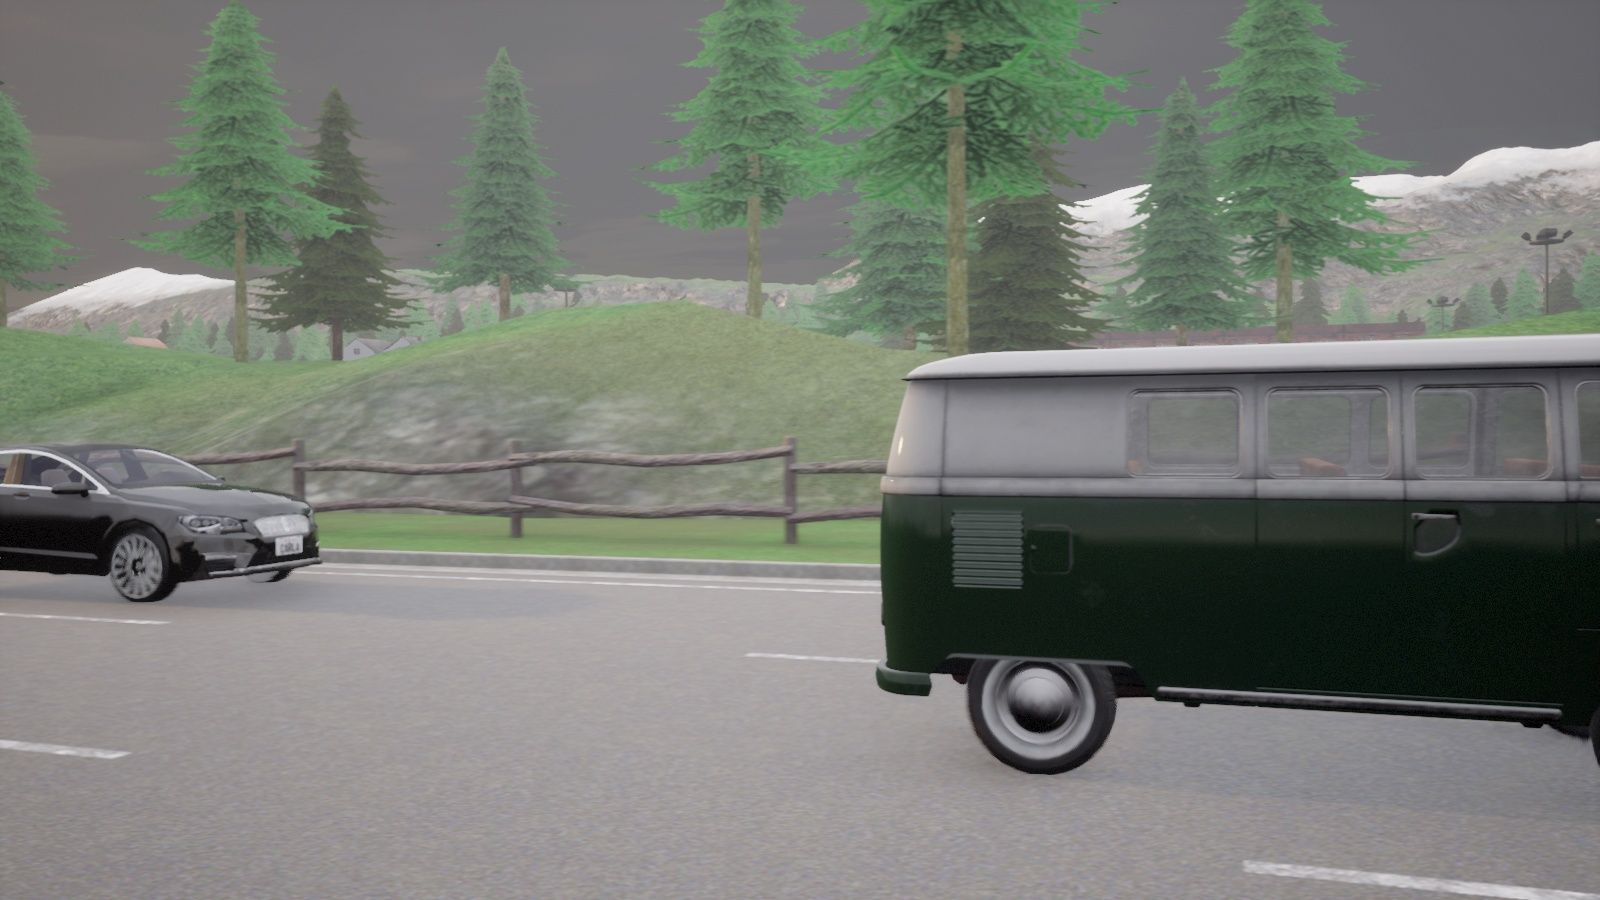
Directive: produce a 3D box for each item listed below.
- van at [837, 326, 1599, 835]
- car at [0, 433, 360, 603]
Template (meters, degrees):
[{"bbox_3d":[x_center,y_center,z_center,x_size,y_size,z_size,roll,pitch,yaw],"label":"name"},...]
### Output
[{"bbox_3d":[2.562,0.493,6.020,4.442,1.987,1.775,0,1,19],"label":"van"},{"bbox_3d":[-7.308,0.585,13.036,4.902,1.511,2.128,0,1,19],"label":"car"}]
